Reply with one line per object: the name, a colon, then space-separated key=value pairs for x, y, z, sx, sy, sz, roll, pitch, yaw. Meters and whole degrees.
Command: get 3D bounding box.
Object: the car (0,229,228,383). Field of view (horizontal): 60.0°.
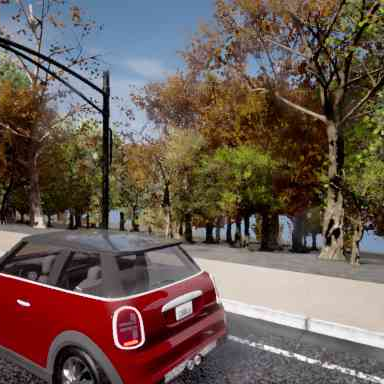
car: x=-1.815 y=1.351 z=4.979 sx=4.553 sy=1.767 sz=2.097 roll=0 pitch=0 yaw=36
